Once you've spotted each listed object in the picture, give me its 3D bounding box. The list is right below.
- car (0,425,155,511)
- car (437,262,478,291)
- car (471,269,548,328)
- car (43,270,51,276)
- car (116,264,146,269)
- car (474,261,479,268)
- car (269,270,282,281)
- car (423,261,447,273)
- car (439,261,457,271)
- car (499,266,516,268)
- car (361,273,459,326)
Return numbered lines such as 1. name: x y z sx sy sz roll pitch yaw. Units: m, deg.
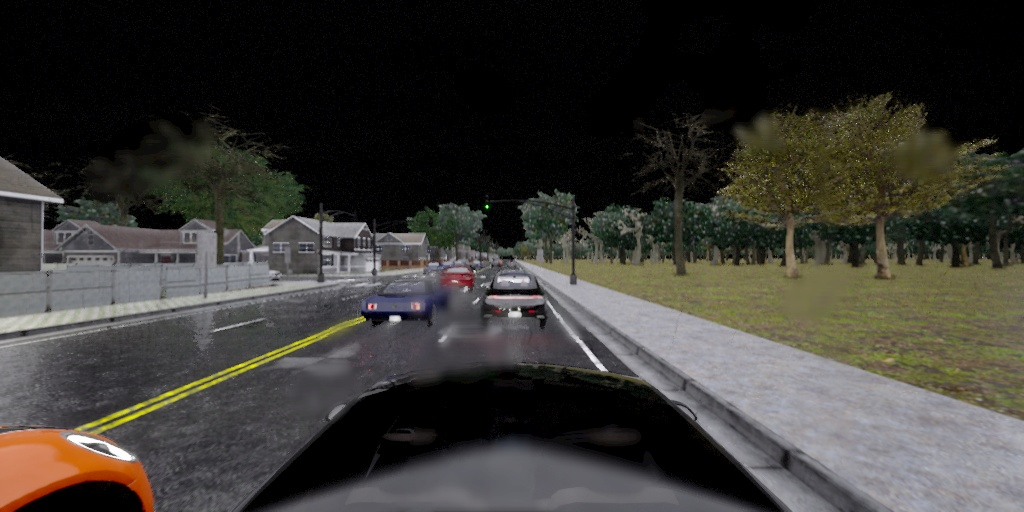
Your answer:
1. car: -3.146 1.092 0.184 2.097 1.767 4.553 0 0 0
2. car: -3.396 1.364 23.109 1.882 1.535 5.008 0 0 -4
3. car: 0.083 1.306 11.709 2.128 1.511 4.902 0 0 0
4. car: -42.591 1.548 31.091 5.357 1.411 2.033 0 0 -1
5. car: -32.692 1.476 31.076 4.902 1.511 2.128 0 0 0
6. car: -6.671 1.678 55.687 1.895 1.301 4.718 0 0 0
7. car: -22.540 1.493 31.057 4.674 1.442 1.812 0 0 0
8. car: -9.895 1.547 45.705 1.812 1.442 4.674 0 0 0
9. car: -9.920 1.556 56.066 1.882 1.535 5.008 0 0 0
10. car: 0.061 1.484 22.522 1.895 1.301 4.718 0 0 0
11. car: -3.160 1.416 11.927 1.895 1.301 4.718 0 0 0
